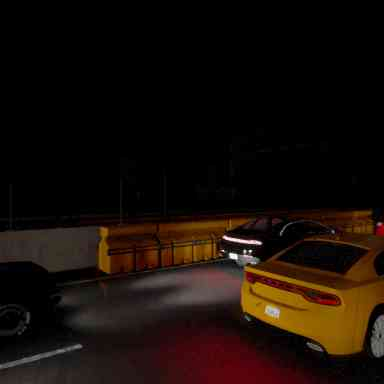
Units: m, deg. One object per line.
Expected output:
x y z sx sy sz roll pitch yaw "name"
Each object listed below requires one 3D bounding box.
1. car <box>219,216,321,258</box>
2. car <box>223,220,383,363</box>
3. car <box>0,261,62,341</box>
3.074 1.492 10.240 4.902 1.511 2.128 0 0 -36 "car"
3.111 1.478 5.969 5.008 1.535 1.882 0 0 -36 "car"
-4.502 1.601 4.833 4.718 1.301 1.895 0 0 -36 "car"
